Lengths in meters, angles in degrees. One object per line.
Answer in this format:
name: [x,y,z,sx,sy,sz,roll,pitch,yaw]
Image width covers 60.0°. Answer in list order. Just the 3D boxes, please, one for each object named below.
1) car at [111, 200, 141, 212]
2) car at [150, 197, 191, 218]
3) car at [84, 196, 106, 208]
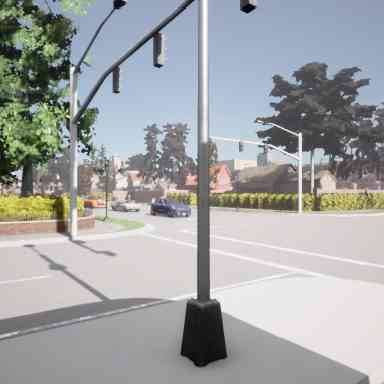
car: [-7.745,1.601,38.770,1.895,1.301,4.718,0,0,-36]
car: [-2.005,1.352,30.831,2.097,1.767,4.553,0,0,-36]
car: [-13.631,1.352,46.913,2.097,1.767,4.553,0,0,-36]
